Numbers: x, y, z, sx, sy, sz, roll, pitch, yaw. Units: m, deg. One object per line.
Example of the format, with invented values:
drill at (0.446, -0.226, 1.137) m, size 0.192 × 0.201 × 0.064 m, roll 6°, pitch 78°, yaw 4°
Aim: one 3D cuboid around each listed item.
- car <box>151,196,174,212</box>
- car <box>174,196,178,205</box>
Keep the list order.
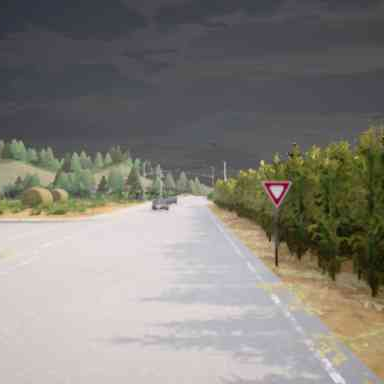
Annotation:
car at (-3.590, 1.450, 38.629) m, size 2.128 × 1.511 × 4.902 m, roll 0°, pitch 0°, yaw 0°
car at (-3.486, 1.443, 58.705) m, size 1.837 × 1.490 × 4.892 m, roll 0°, pitch 0°, yaw 1°
